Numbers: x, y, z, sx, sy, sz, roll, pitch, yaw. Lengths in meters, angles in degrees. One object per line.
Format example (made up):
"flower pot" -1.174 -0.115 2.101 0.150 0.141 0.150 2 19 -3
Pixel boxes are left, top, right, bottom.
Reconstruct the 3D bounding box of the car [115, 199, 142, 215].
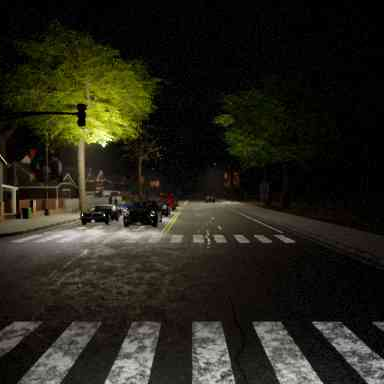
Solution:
"car" -6.422 1.518 34.200 1.812 1.442 4.674 0 0 0

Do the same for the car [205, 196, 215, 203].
"car" 3.669 1.505 67.644 1.837 1.490 4.892 0 0 1

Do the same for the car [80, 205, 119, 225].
"car" -6.482 1.594 24.028 1.895 1.301 4.718 0 0 0

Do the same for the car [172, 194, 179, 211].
"car" -3.148 1.215 41.224 2.150 2.045 5.566 0 0 0

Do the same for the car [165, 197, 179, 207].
"car" -3.062 1.500 51.661 1.837 1.490 4.892 0 0 1

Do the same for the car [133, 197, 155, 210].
"car" -6.374 1.486 44.640 2.128 1.511 4.902 0 0 1

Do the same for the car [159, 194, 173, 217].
"car" -3.197 1.344 31.389 2.097 1.767 4.553 0 0 0

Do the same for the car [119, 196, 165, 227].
"car" -3.240 1.345 22.531 2.097 1.767 4.553 0 0 0
